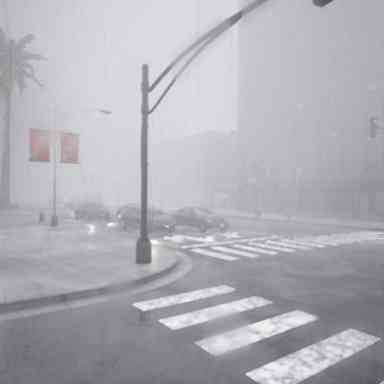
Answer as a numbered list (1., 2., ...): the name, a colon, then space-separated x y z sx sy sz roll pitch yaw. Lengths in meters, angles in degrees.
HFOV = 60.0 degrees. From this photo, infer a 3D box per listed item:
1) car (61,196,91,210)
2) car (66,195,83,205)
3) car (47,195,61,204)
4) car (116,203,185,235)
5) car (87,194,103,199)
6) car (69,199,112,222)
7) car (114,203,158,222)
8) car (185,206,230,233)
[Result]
1. car: -14.661 1.605 41.863 1.812 1.442 4.674 1 0 -36
2. car: -22.864 1.462 64.536 2.097 1.767 4.553 1 0 -32
3. car: -26.444 1.427 64.047 2.097 1.767 4.553 1 0 -36
4. car: -2.708 1.588 19.685 1.837 1.490 4.892 1 0 -36
5. car: -16.814 1.349 56.248 2.150 2.045 5.566 1 0 -36
6. car: -8.205 1.574 27.307 1.837 1.490 4.892 1 0 -36
7. car: -4.799 1.668 28.141 1.994 1.385 4.181 1 0 -36
8. car: 0.331 1.644 21.056 1.812 1.442 4.674 1 0 -37
